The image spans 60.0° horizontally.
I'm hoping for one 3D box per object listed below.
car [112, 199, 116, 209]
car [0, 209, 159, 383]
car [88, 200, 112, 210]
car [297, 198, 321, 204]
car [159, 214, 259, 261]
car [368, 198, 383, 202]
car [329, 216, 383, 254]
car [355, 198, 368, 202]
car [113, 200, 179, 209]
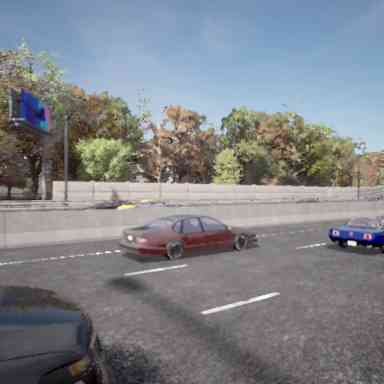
[{"bbox_3d":[-4.425,1.485,30.917,5.008,1.535,1.882,0,0,-35],"label":"car"},{"bbox_3d":[-3.131,1.222,1.516,5.566,2.045,2.150,0,0,-35],"label":"car"},{"bbox_3d":[-7.789,1.511,32.818,4.892,1.490,1.837,0,0,-35],"label":"car"},{"bbox_3d":[17.989,1.626,51.121,4.181,1.385,1.994,0,0,-35],"label":"car"},{"bbox_3d":[0.029,1.550,12.360,5.357,1.411,2.033,0,0,-35],"label":"car"},{"bbox_3d":[29.752,1.636,50.893,5.357,1.411,2.033,0,0,-35],"label":"car"},{"bbox_3d":[7.706,1.607,13.532,4.718,1.301,1.895,0,0,-35],"label":"car"},{"bbox_3d":[28.708,1.640,54.434,5.357,1.411,2.033,0,0,-35],"label":"car"},{"bbox_3d":[-2.709,1.496,23.548,4.902,1.511,2.128,0,0,-35],"label":"car"}]
